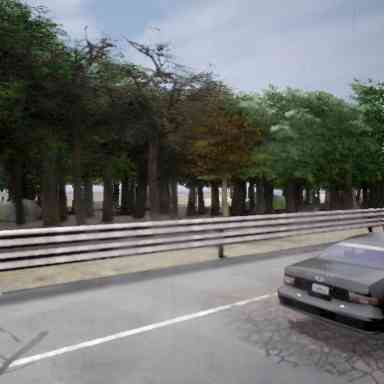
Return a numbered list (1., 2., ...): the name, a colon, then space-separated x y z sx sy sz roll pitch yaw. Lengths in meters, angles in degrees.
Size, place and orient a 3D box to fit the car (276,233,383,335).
1. car: 4.021 1.546 6.613 5.357 1.411 2.033 0 0 -36
